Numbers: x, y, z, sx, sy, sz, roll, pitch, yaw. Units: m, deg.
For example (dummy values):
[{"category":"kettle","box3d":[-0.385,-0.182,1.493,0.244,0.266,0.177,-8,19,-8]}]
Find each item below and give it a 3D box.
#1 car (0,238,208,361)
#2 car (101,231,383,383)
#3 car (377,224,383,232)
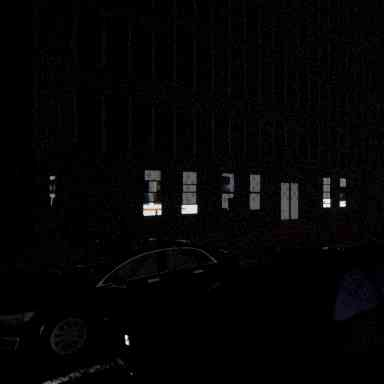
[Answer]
[{"category":"car","box3d":[-1.019,1.551,5.835,4.403,1.369,2.008,0,0,-36]},{"category":"car","box3d":[1.737,1.547,4.620,5.357,1.411,2.033,0,0,-36]},{"category":"car","box3d":[8.246,1.581,12.451,4.206,1.307,1.802,0,0,-36]}]
